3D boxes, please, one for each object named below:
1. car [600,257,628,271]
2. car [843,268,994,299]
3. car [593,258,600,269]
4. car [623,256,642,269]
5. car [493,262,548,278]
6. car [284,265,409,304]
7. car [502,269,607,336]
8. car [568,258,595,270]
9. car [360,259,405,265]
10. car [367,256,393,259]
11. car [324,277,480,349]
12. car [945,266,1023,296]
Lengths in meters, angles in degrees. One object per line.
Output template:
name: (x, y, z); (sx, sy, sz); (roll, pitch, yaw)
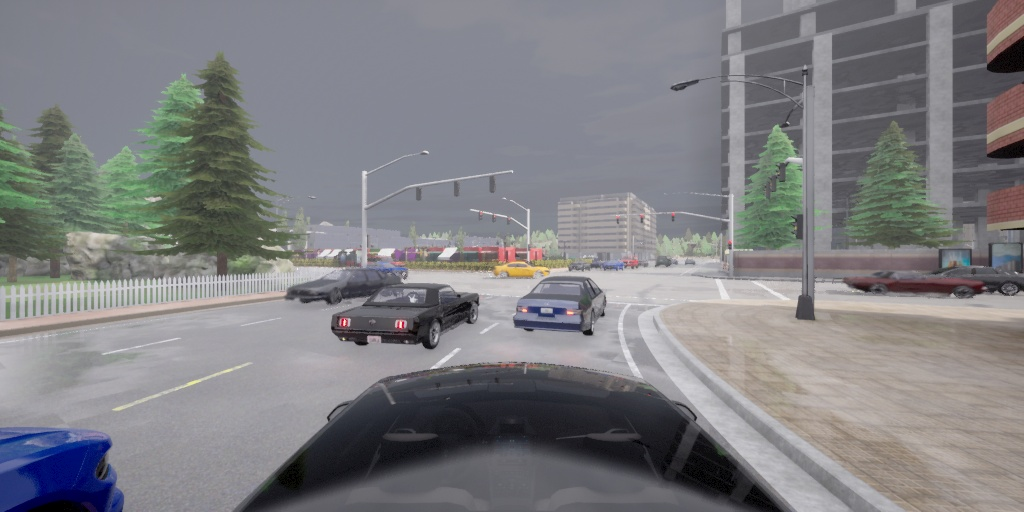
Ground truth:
car: (13.943, 1.228, 48.927); (1.882, 1.535, 5.008); (0, 0, 30)
car: (20.382, 1.406, 18.409); (4.718, 1.301, 1.895); (0, 0, 30)
car: (13.270, 1.351, 54.817); (1.895, 1.301, 4.718); (0, 0, 30)
car: (18.721, 0.972, 57.301); (2.150, 2.045, 5.566); (0, 0, 30)
car: (0.807, 1.267, 32.219); (5.008, 1.535, 1.882); (0, 1, 4)
car: (-7.270, 1.297, 16.313); (2.033, 1.411, 5.357); (0, 0, 23)
car: (1.655, 1.297, 10.576); (2.033, 1.411, 5.357); (0, 0, 20)
car: (8.939, 1.314, 47.202); (1.994, 1.385, 4.181); (0, 0, 30)
car: (-11.667, 1.283, 32.875); (5.008, 1.535, 1.882); (0, 0, 30)
car: (-13.705, 1.026, 38.096); (5.566, 2.045, 2.150); (0, 0, 30)
car: (-2.278, 1.351, 9.211); (1.895, 1.301, 4.718); (0, 0, 11)
car: (24.995, 1.310, 20.017); (4.892, 1.490, 1.837); (0, 0, 30)
